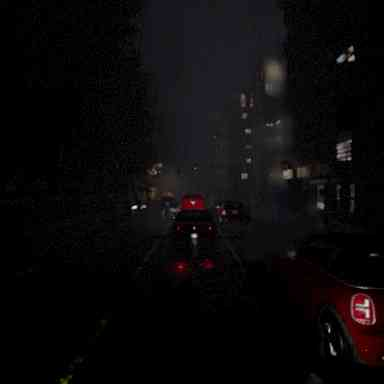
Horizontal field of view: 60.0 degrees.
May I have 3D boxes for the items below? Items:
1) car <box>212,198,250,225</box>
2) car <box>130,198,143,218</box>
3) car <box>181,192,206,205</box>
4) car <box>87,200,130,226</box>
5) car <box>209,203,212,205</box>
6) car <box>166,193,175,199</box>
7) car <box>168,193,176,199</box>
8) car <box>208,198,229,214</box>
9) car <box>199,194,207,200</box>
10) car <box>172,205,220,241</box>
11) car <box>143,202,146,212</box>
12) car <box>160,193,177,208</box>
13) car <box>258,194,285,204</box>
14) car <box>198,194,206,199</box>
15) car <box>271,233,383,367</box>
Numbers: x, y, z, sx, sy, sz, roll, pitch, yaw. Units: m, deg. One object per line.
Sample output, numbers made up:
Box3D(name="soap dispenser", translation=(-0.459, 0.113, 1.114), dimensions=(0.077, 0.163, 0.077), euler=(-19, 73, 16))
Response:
Box3D(name="car", translation=(2.686, 1.315, 22.634), dimensions=(1.967, 1.590, 4.097), euler=(0, 0, 0))
Box3D(name="car", translation=(-5.694, 1.397, 28.264), dimensions=(2.008, 1.369, 4.403), euler=(0, 0, 0))
Box3D(name="car", translation=(0.098, 1.048, 32.077), dimensions=(2.150, 2.045, 5.566), euler=(0, 0, 0))
Box3D(name="car", translation=(-5.693, 1.401, 22.464), dimensions=(1.752, 1.417, 4.829), euler=(0, 0, 0))
Box3D(name="car", translation=(2.687, 1.412, 28.266), dimensions=(1.947, 1.339, 4.313), euler=(0, 0, 0))
Box3D(name="car", translation=(-5.700, 1.012, 88.530), dimensions=(1.967, 1.590, 4.097), euler=(0, 0, 0))
Box3D(name="car", translation=(-5.700, 1.095, 94.066), dimensions=(1.887, 1.381, 4.507), euler=(0, 0, 0))
Box3D(name="car", translation=(2.686, 1.343, 34.067), dimensions=(1.752, 1.417, 4.829), euler=(0, 0, 0))
Box3D(name="car", translation=(2.681, 1.120, 83.167), dimensions=(1.752, 1.417, 4.829), euler=(0, 0, 0))
Box3D(name="car", translation=(0.100, 1.511, 15.985), dimensions=(1.895, 1.301, 4.718), euler=(0, 0, 0))
Box3D(name="car", translation=(-5.695, 1.344, 33.725), dimensions=(1.752, 1.417, 4.829), euler=(0, 0, 0))
Box3D(name="car", translation=(-3.015, 1.266, 43.392), dimensions=(2.128, 1.511, 4.902), euler=(0, 0, 0))
Box3D(name="car", translation=(14.610, 1.280, 60.890), dimensions=(5.009, 1.841, 2.192), euler=(1, 0, 0))
Box3D(name="car", translation=(2.680, 1.117, 88.532), dimensions=(1.887, 1.381, 4.507), euler=(0, 0, 0))
Box3D(name="car", translation=(2.688, 1.407, 5.744), dimensions=(1.967, 1.590, 4.097), euler=(0, 0, 0))
